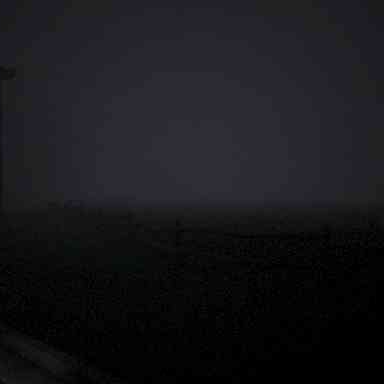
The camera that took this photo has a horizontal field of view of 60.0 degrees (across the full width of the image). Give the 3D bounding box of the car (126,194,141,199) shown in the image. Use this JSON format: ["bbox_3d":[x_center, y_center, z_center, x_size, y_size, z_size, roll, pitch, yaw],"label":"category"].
[{"bbox_3d":[-14.846,1.112,84.615,2.033,1.411,5.357,0,0,10],"label":"car"}]

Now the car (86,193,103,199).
[{"bbox_3d":[-25.179,1.072,86.476,2.033,1.411,5.357,0,0,10],"label":"car"}]

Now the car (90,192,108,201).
[{"bbox_3d":[-20.138,1.277,74.981,2.033,1.411,5.357,0,0,10],"label":"car"}]

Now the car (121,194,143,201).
[{"bbox_3d":[-13.249,1.232,73.740,1.882,1.535,5.008,0,0,10],"label":"car"}]

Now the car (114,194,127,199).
[{"bbox_3d":[-18.290,1.111,85.236,1.994,1.385,4.181,0,0,10],"label":"car"}]

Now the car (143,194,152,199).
[{"bbox_3d":[-11.396,1.181,84.024,1.895,1.301,4.718,0,0,10],"label":"car"}]

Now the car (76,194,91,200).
[{"bbox_3d":[-23.582,1.191,75.601,1.882,1.535,5.008,0,0,10],"label":"car"}]

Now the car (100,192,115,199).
[{"bbox_3d":[-21.739,0.901,85.826,2.097,1.767,4.553,0,0,10],"label":"car"}]

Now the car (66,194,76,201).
[{"bbox_3d":[-27.027,1.200,76.222,1.837,1.490,4.892,0,0,10],"label":"car"}]

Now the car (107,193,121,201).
[{"bbox_3d":[-16.600,1.097,74.878,2.097,1.767,4.553,0,0,10],"label":"car"}]
